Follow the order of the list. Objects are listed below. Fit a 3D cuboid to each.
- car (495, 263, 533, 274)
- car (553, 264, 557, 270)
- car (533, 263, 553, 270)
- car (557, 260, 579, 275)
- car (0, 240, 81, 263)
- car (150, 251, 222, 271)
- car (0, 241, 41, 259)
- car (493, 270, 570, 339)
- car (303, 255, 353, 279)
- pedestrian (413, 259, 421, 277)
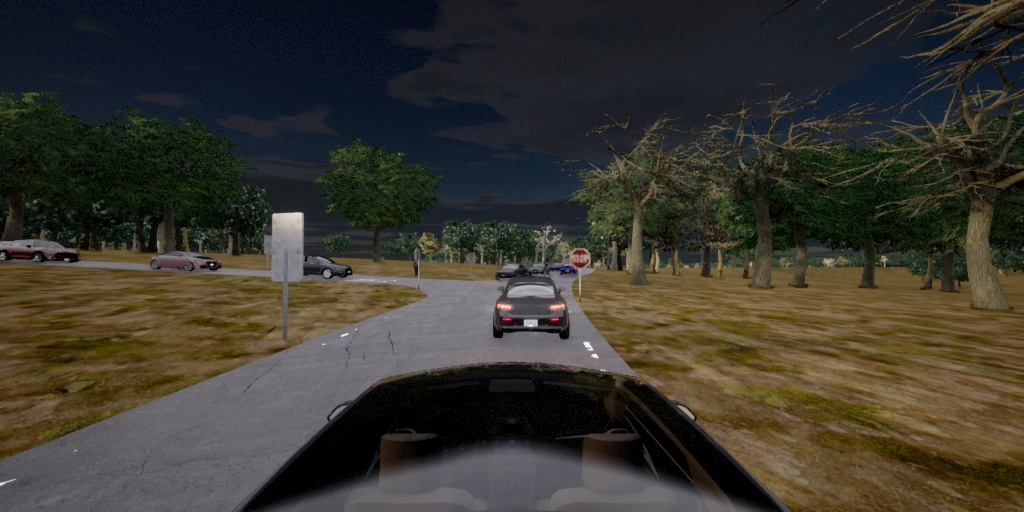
[{"bbox_3d":[0.073,1.401,32.210,1.882,1.535,5.008,0,-1,19],"label":"car"},{"bbox_3d":[6.860,1.882,54.803,1.895,1.301,4.718,0,-1,16],"label":"car"},{"bbox_3d":[3.330,1.592,43.031,1.837,1.490,4.892,0,-1,16],"label":"car"},{"bbox_3d":[7.399,1.597,45.406,1.882,1.535,5.008,0,-1,17],"label":"car"},{"bbox_3d":[-35.529,-0.395,27.145,4.553,1.767,2.097,2,-1,7],"label":"car"},{"bbox_3d":[-23.214,0.350,25.610,4.181,1.385,1.994,2,-1,7],"label":"car"},{"bbox_3d":[-44.593,-0.555,31.455,4.674,1.442,1.812,3,-1,7],"label":"car"},{"bbox_3d":[0.538,1.281,10.018,1.812,1.442,4.674,0,0,3],"label":"car"},{"bbox_3d":[-13.322,0.717,24.386,4.892,1.490,1.837,3,-1,8],"label":"car"},{"bbox_3d":[-8.022,0.850,30.159,0.375,1.860,0.375,0,-4,7],"label":"pedestrian"}]
